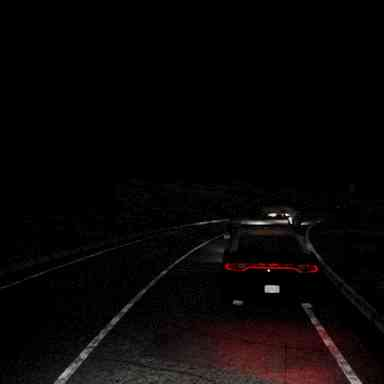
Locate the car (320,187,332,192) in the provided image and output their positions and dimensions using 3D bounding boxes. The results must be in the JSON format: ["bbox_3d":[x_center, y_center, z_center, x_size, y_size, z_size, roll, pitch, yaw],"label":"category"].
[{"bbox_3d":[32.856,-0.281,85.002,4.553,1.767,2.185,4,-6,-38],"label":"car"}]

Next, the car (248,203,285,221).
[{"bbox_3d":[7.550,1.964,33.321,1.882,1.535,5.008,-3,-3,35],"label":"car"}]

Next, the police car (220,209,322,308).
[{"bbox_3d":[1.783,1.454,8.192,1.930,1.638,5.238,-1,0,10],"label":"police car"}]

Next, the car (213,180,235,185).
[{"bbox_3d":[5.608,-1.687,65.813,4.674,1.452,2.002,3,-5,-31],"label":"car"}]

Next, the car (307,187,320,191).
[{"bbox_3d":[28.434,-0.457,81.509,4.892,1.521,2.231,3,-6,-37],"label":"car"}]

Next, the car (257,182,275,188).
[{"bbox_3d":[14.921,-1.370,71.795,4.553,1.767,2.185,3,-5,-33],"label":"car"}]

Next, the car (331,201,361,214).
[{"bbox_3d":[19.314,1.881,41.752,4.553,1.767,2.097,1,-4,-41],"label":"car"}]

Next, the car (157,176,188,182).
[{"bbox_3d":[-3.941,-2.150,60.236,4.892,1.521,2.231,2,-5,-30],"label":"car"}]

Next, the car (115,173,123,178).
[{"bbox_3d":[-13.441,-2.643,54.830,4.553,1.767,2.185,2,-5,-30],"label":"car"}]

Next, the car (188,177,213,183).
[{"bbox_3d":[0.848,-1.951,62.975,4.892,1.521,2.231,2,-5,-30],"label":"car"}]

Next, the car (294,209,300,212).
[{"bbox_3d":[6.262,1.702,22.654,1.812,1.442,4.674,-2,-2,25],"label":"car"}]

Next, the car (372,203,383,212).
[{"bbox_3d":[28.380,2.231,48.638,4.181,1.385,1.994,0,-4,-29],"label":"car"}]

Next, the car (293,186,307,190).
[{"bbox_3d":[24.106,-0.683,78.252,4.674,1.452,2.002,3,-6,-36],"label":"car"}]

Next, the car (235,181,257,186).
[{"bbox_3d":[10.307,-1.490,68.757,5.008,1.535,2.097,3,-5,-32],"label":"car"}]

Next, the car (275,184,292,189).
[{"bbox_3d":[19.630,-0.953,75.034,4.792,1.488,2.163,3,-6,-35],"label":"car"}]

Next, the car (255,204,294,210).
[{"bbox_3d":[4.182,1.567,17.520,1.801,1.575,5.366,-2,-1,19],"label":"car"}]
